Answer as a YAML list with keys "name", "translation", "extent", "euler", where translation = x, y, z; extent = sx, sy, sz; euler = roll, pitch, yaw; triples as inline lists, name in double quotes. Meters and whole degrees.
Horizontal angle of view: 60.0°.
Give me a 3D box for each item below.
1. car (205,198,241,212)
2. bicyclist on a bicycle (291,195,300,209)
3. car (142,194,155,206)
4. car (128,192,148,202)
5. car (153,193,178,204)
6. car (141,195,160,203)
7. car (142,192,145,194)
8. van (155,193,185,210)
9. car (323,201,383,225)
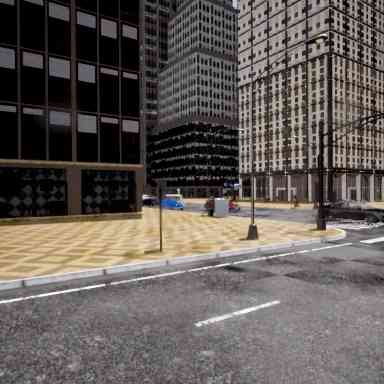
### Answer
- name: "car"
  translation: [3.252, 1.404, 35.722]
  extent: [1.812, 1.442, 4.674]
  euler: [-1, 1, -34]
- name: "bicyclist on a bicycle"
  translation: [11.983, 1.119, 38.402]
  extent: [1.656, 1.620, 0.582]
  euler: [-1, 1, -34]
- name: "car"
  translation: [-5.500, 1.367, 48.746]
  extent: [1.994, 1.385, 4.181]
  euler: [-1, 1, -34]
- name: "car"
  translation: [-10.940, 0.983, 67.143]
  extent: [2.192, 1.841, 5.009]
  euler: [0, 0, -34]
- name: "car"
  translation: [-4.746, 1.036, 57.956]
  extent: [2.192, 1.841, 5.009]
  euler: [0, 0, -34]
- name: "car"
  translation: [-7.843, 1.239, 62.551]
  extent: [1.887, 1.381, 4.507]
  euler: [0, 0, -34]
- name: "car"
  translation: [-8.568, 1.254, 58.986]
  extent: [1.812, 1.442, 4.674]
  euler: [-1, 1, -34]
- name: "van"
  translation: [-2.405, 1.211, 39.494]
  extent: [1.690, 1.788, 3.998]
  euler: [0, 0, -34]
- name: "car"
  translation: [11.654, 1.436, 23.791]
  extent: [2.128, 1.511, 4.902]
  euler: [-1, 1, -39]
